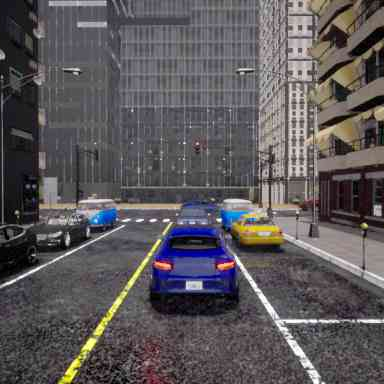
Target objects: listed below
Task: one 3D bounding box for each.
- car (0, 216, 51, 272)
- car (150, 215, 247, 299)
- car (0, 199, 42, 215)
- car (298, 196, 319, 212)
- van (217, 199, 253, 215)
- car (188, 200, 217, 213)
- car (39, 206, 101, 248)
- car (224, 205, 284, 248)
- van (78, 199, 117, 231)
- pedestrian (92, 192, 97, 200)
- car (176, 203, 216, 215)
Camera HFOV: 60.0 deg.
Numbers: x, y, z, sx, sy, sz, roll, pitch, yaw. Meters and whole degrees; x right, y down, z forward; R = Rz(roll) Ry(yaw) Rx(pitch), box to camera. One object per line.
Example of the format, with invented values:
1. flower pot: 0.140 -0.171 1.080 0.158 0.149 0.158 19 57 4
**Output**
1. car: -5.707 1.564 8.826 1.947 1.339 4.313 -1 0 0
2. car: 0.060 1.524 8.308 1.812 1.442 4.674 0 0 1
3. car: -17.797 1.500 33.727 4.181 1.385 1.994 0 1 0
4. car: 15.209 1.338 39.348 5.009 1.841 2.192 0 1 0
5. van: 2.662 1.337 20.008 1.690 1.788 3.998 -1 0 0
6. car: 1.269 1.556 33.628 4.674 1.442 1.812 0 1 0
7. car: -5.711 1.548 14.429 2.008 1.369 4.403 -1 0 0
8. car: 2.669 1.522 14.576 1.752 1.417 4.829 -1 0 0
9. van: -5.718 1.337 20.030 1.690 1.788 3.998 -1 0 0
10. pedestrian: -12.425 0.885 42.427 0.375 1.860 0.375 0 1 0
11. car: 0.047 1.544 18.551 2.033 1.411 5.357 0 0 1
